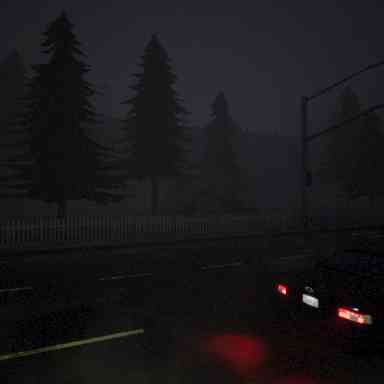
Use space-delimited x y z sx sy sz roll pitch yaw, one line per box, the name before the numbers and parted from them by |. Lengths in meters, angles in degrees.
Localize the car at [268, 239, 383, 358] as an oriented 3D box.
car | 3.891 1.547 5.698 5.357 1.411 2.033 0 0 -26
